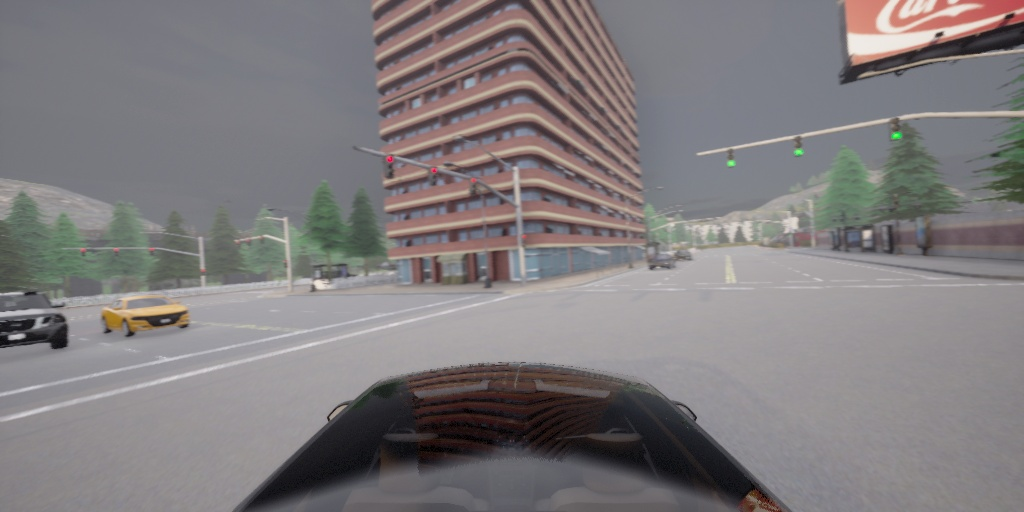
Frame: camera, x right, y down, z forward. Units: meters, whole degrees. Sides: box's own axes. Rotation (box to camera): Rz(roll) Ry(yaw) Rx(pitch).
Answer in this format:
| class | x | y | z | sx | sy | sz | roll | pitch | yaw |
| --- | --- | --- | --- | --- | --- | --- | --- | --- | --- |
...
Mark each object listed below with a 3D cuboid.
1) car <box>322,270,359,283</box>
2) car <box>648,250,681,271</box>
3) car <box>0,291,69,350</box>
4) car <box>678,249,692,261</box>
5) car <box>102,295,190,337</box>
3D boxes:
| class | x | y | z | sx | sy | sz | roll | pitch | yaw |
| --- | --- | --- | --- | --- | --- | --- | --- | --- | --- |
| car | -23.464 | 2.934 | 48.702 | 2.150 | 2.045 | 5.566 | -4 | 0 | 32 |
| car | 14.263 | 0.544 | 33.974 | 2.033 | 1.411 | 5.357 | -4 | -1 | 31 |
| car | -17.352 | 2.275 | 12.291 | 5.566 | 2.045 | 2.150 | -4 | -1 | 31 |
| car | 23.437 | -0.178 | 49.299 | 2.097 | 1.767 | 4.553 | -4 | -1 | 31 |
| car | -15.832 | 2.449 | 15.466 | 5.008 | 1.535 | 1.882 | -4 | 0 | 31 |
